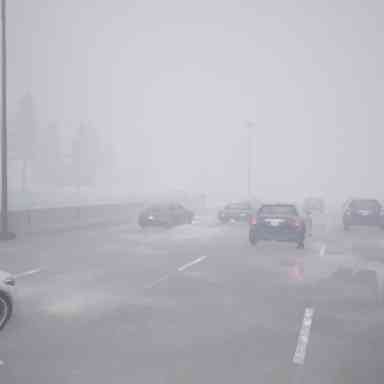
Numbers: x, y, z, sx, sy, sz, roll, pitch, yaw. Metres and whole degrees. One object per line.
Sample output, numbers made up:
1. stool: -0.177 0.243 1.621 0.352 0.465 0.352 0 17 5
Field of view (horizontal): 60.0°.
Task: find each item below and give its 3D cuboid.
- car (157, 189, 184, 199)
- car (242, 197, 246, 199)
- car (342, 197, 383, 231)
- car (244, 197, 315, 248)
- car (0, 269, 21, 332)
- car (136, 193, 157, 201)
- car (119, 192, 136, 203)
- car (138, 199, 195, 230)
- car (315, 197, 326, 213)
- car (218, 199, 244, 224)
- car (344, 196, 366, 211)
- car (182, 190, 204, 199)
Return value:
1. car: -2.509 0.622 50.515 2.150 2.045 5.566 1 1 28
2. car: 6.731 1.173 37.614 1.895 1.301 4.718 0 1 26
3. car: 9.902 1.148 19.319 2.097 1.767 4.553 0 1 23
4. car: 3.942 1.191 14.365 2.097 1.767 4.553 0 1 23
5. car: -4.410 1.467 3.895 1.812 1.442 4.674 0 1 23
6. car: -6.142 0.946 51.149 1.994 1.385 4.181 1 1 28
7. car: -9.456 0.836 52.375 1.882 1.535 5.008 0 0 28
8. car: -1.399 1.327 19.650 1.994 1.385 4.181 0 1 23
9. car: 11.532 1.204 31.512 2.033 1.411 5.357 0 1 25
10. car: 3.300 1.352 21.690 1.895 1.301 4.718 0 1 23
11. car: 17.315 1.190 35.224 1.994 1.385 4.181 0 1 27
12. car: 0.912 0.933 49.491 1.882 1.535 5.008 1 1 29
